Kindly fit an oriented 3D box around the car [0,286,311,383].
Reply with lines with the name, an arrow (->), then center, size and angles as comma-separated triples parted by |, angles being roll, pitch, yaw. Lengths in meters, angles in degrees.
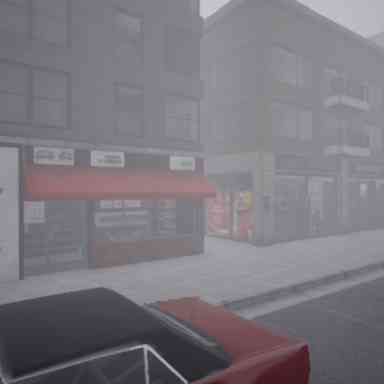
car -> -1.301, 1.599, 2.451 | 4.718, 1.301, 1.895 | 0, 0, -36
